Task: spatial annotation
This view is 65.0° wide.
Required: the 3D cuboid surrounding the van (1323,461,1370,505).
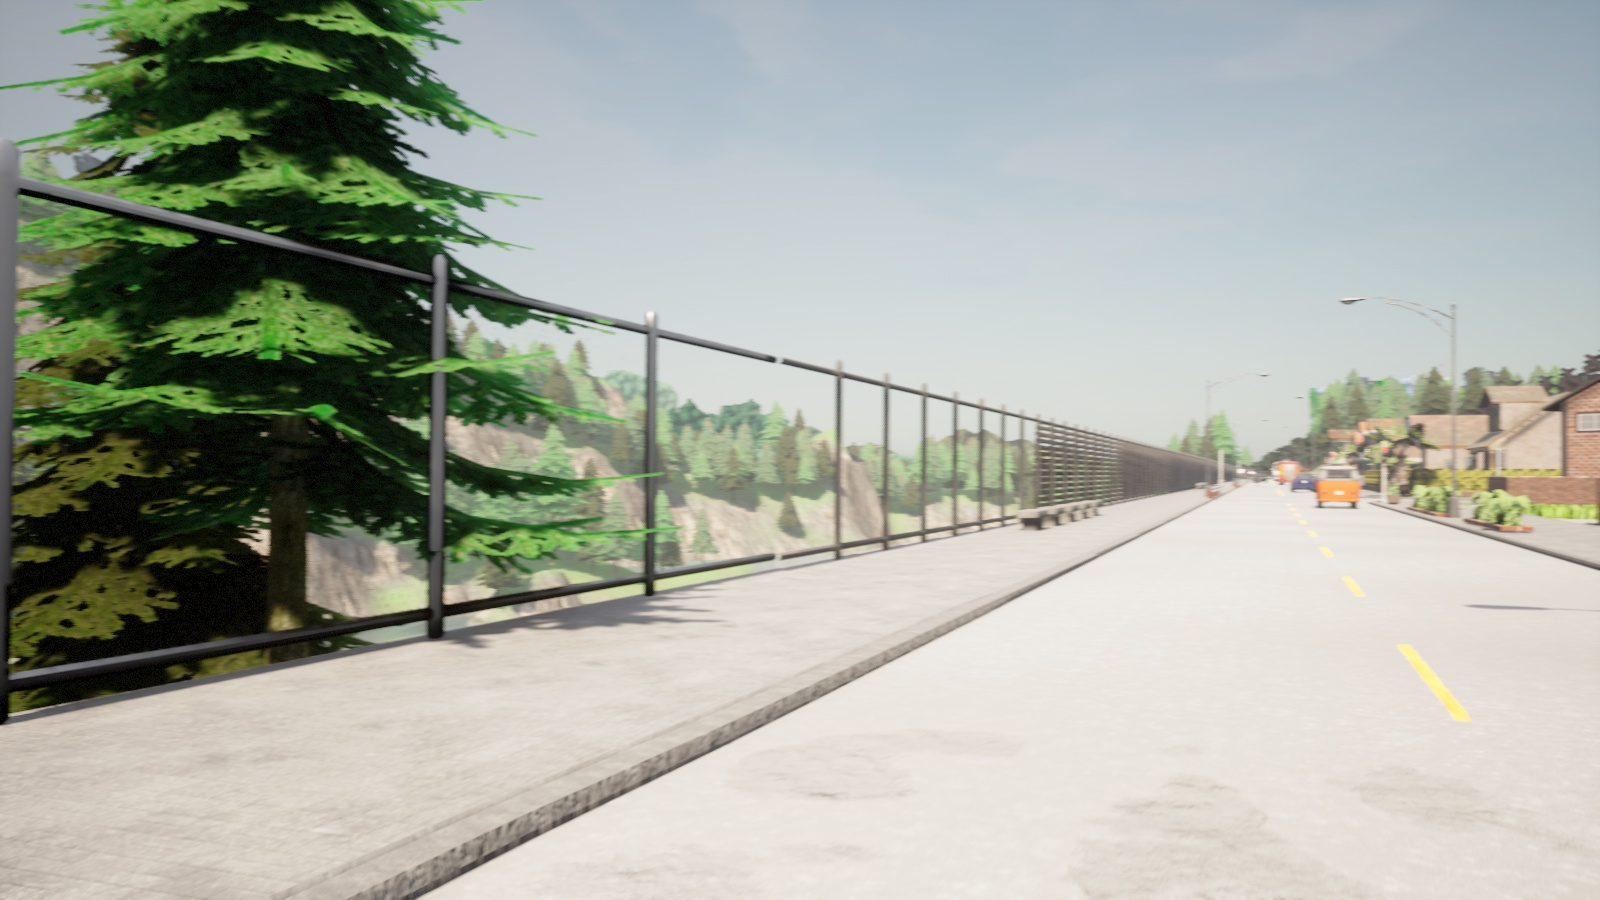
[{"bbox_3d":[25.507,1.523,58.706,1.775,1.987,4.442,0,-1,21],"label":"van"}]
